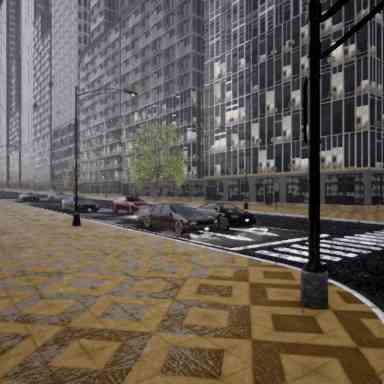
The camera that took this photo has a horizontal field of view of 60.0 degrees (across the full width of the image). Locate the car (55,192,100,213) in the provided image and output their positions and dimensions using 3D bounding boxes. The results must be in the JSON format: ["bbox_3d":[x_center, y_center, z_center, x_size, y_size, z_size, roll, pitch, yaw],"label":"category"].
[{"bbox_3d":[-9.958,1.024,29.211,2.033,1.411,5.357,0,1,-38],"label":"car"}]

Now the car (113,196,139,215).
[{"bbox_3d":[-5.192,1.064,28.398,1.812,1.442,4.674,0,1,-38],"label":"car"}]

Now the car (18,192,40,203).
[{"bbox_3d":[-21.999,0.690,44.792,1.994,1.385,4.181,0,1,-38],"label":"car"}]

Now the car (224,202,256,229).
[{"bbox_3d":[1.751,1.308,19.544,1.994,1.385,4.181,0,1,-38],"label":"car"}]

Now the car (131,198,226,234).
[{"bbox_3d":[-0.940,1.291,17.708,2.033,1.411,5.357,0,1,-38],"label":"car"}]

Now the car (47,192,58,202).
[{"bbox_3d":[-18.040,0.701,44.968,2.033,1.411,5.357,0,1,-38],"label":"car"}]
